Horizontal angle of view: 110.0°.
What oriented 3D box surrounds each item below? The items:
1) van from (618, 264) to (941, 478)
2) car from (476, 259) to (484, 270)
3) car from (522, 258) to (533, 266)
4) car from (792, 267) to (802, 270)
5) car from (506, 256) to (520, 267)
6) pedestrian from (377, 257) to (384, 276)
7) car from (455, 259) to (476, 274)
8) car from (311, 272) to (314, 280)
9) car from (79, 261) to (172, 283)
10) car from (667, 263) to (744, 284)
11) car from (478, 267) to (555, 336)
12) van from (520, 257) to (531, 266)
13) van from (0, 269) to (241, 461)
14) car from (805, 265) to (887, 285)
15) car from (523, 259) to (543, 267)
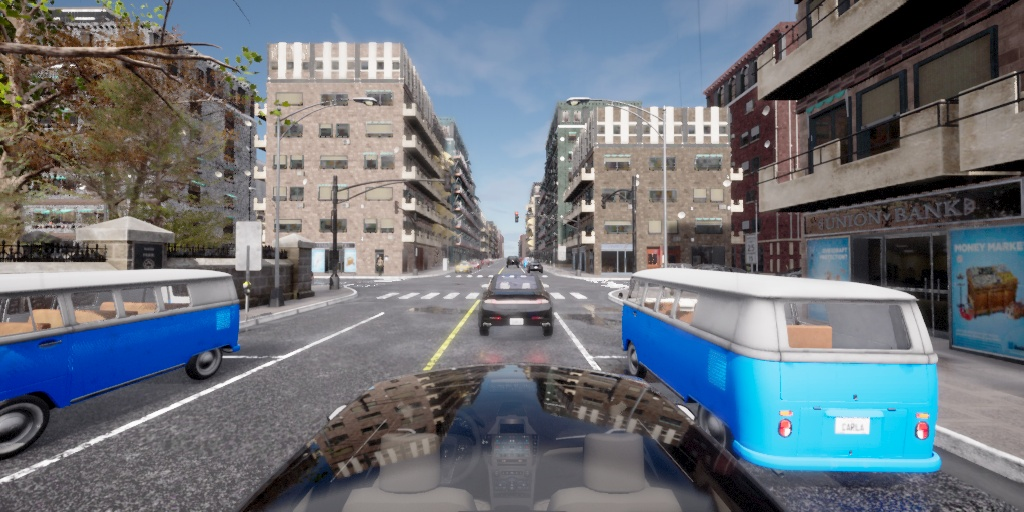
[{"bbox_3d":[2.660,1.092,4.659,1.690,1.789,3.998,0,0,0],"label":"van"},{"bbox_3d":[-5.669,1.210,53.895,1.967,1.591,4.097,0,0,0],"label":"car"},{"bbox_3d":[2.710,1.318,48.249,2.007,1.370,4.403,0,0,0],"label":"car"},{"bbox_3d":[24.924,1.548,30.631,4.313,1.339,1.948,0,0,1],"label":"car"},{"bbox_3d":[0.125,0.997,64.635,2.150,2.045,5.566,0,0,0],"label":"car"},{"bbox_3d":[-12.526,0.968,34.054,0.375,1.860,0.375,0,-1,1],"label":"pedestrian"},{"bbox_3d":[-5.673,1.291,42.439,1.751,1.417,4.829,0,0,0],"label":"car"},{"bbox_3d":[-16.578,1.000,25.364,4.553,1.767,2.097,0,-1,1],"label":"car"},{"bbox_3d":[-27.395,1.115,25.495,4.674,1.442,1.812,0,-1,1],"label":"car"},{"bbox_3d":[15.102,1.358,28.175,5.008,1.535,1.882,0,-1,1],"label":"car"},{"bbox_3d":[0.103,1.244,10.390,2.128,1.511,4.902,0,0,0],"label":"car"},{"bbox_3d":[2.715,1.114,59.533,1.690,1.789,3.998,0,0,0],"label":"van"},{"bbox_3d":[-5.655,1.092,4.664,1.690,1.789,3.998,0,0,0],"label":"van"},{"bbox_3d":[25.985,1.468,28.041,4.674,1.442,1.812,0,-1,1],"label":"car"},{"bbox_3d":[2.708,1.331,42.606,1.948,1.339,4.313,0,0,0],"label":"car"}]
